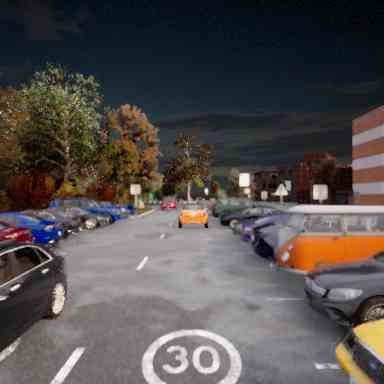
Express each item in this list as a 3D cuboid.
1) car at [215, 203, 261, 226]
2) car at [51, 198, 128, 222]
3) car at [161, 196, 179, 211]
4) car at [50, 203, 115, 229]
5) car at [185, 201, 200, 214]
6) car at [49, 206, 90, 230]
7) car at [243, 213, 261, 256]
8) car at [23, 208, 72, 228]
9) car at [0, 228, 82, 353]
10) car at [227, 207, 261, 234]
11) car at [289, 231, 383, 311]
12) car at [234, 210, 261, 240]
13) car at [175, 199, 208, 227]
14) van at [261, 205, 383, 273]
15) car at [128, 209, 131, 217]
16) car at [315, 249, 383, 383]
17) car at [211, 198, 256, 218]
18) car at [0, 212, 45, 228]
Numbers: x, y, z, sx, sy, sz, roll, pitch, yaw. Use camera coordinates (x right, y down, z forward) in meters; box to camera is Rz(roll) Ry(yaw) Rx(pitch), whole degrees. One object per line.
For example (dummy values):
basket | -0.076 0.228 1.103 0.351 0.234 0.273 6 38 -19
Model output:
car | 4.401 1.773 25.703 4.674 1.452 2.002 0 0 0
car | -8.147 1.481 25.485 5.566 2.045 2.435 0 -1 0
car | -3.282 1.744 48.630 2.150 2.045 5.566 0 0 0
car | -8.179 1.709 22.783 4.892 1.521 2.231 0 -1 0
car | 0.073 1.900 41.527 1.812 1.442 4.674 0 -1 0
car | -8.161 1.655 17.137 4.892 1.521 2.231 0 -1 0
car | 4.437 1.627 11.574 4.792 1.488 2.163 0 -1 0
car | -8.158 1.625 14.313 5.008 1.535 2.097 0 -1 0
car | -3.354 1.554 4.731 1.837 1.490 4.892 0 -1 0
car | 4.407 1.694 17.225 4.674 1.452 2.002 0 -1 0
car | 4.414 1.581 5.922 4.674 1.452 2.002 0 -1 0
car | 4.403 1.666 14.399 4.674 1.452 2.002 0 -1 0
car | 0.083 1.597 24.901 2.097 1.767 4.553 0 -1 0
van | 4.293 1.343 8.751 4.442 1.987 1.878 0 -1 0
car | -8.116 1.648 31.264 4.553 1.767 2.185 0 -1 0
car | 4.228 1.509 3.097 5.366 1.575 1.946 0 -1 0
car | 4.425 1.506 28.530 5.566 2.045 2.435 0 0 0
car | -8.156 1.597 11.489 5.008 1.535 2.097 0 -1 0
